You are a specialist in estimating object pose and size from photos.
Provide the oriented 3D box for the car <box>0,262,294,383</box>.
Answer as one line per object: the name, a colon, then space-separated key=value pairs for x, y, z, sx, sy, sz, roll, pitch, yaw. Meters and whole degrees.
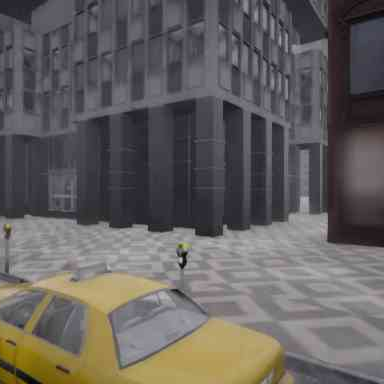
car: x=-1.349 y=1.523 z=3.923 sx=4.829 sy=1.417 sz=1.752 roll=0 pitch=0 yaw=36
